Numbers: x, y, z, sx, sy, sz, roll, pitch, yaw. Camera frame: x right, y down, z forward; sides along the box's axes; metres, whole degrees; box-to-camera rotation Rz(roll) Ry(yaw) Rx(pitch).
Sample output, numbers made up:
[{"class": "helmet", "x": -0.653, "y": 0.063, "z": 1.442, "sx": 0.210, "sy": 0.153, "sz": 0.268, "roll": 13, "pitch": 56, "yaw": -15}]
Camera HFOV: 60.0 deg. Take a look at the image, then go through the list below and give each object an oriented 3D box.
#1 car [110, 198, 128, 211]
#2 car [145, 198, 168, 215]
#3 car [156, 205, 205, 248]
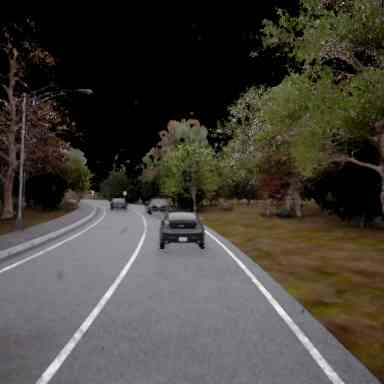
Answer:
[{"class": "car", "x": -8.904, "y": 1.477, "z": 40.245, "sx": 1.837, "sy": 1.490, "sz": 4.892, "roll": 2, "pitch": 0, "yaw": -16}, {"class": "car", "x": -3.772, "y": 1.410, "z": 35.180, "sx": 2.097, "sy": 1.767, "sz": 4.553, "roll": 1, "pitch": 0, "yaw": -13}, {"class": "car", "x": -0.521, "y": 1.536, "z": 14.978, "sx": 1.837, "sy": 1.490, "sz": 4.892, "roll": 0, "pitch": 0, "yaw": -4}]
